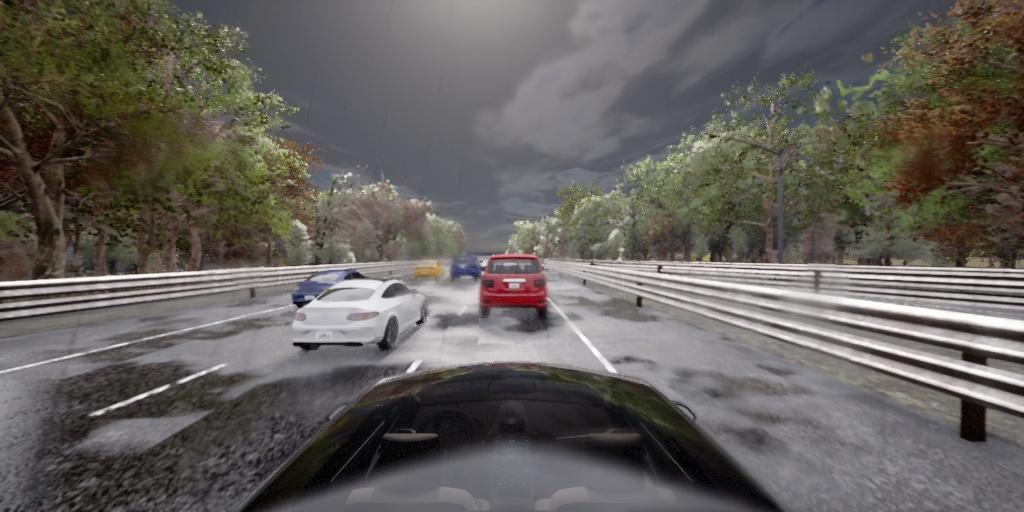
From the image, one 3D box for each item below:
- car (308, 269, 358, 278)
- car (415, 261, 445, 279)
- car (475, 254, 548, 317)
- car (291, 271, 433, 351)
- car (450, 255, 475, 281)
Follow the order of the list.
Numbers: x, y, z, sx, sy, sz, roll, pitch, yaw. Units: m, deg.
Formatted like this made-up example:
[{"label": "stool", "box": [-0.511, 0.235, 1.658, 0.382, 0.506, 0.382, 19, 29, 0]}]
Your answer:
[{"label": "car", "box": [-6.965, 1.261, 14.589, 1.812, 1.442, 4.674, 0, 0, 0]}, {"label": "car", "box": [-7.210, 1.198, 31.717, 1.882, 1.535, 5.008, 0, 0, -1]}, {"label": "car", "box": [0.048, 0.955, 13.162, 2.150, 2.045, 5.566, 0, 0, 0]}, {"label": "car", "box": [-3.426, 1.267, 8.830, 1.812, 1.442, 4.674, 0, 0, 0]}, {"label": "car", "box": [-3.660, 0.942, 29.203, 2.150, 2.045, 5.566, 0, 0, -1]}]
